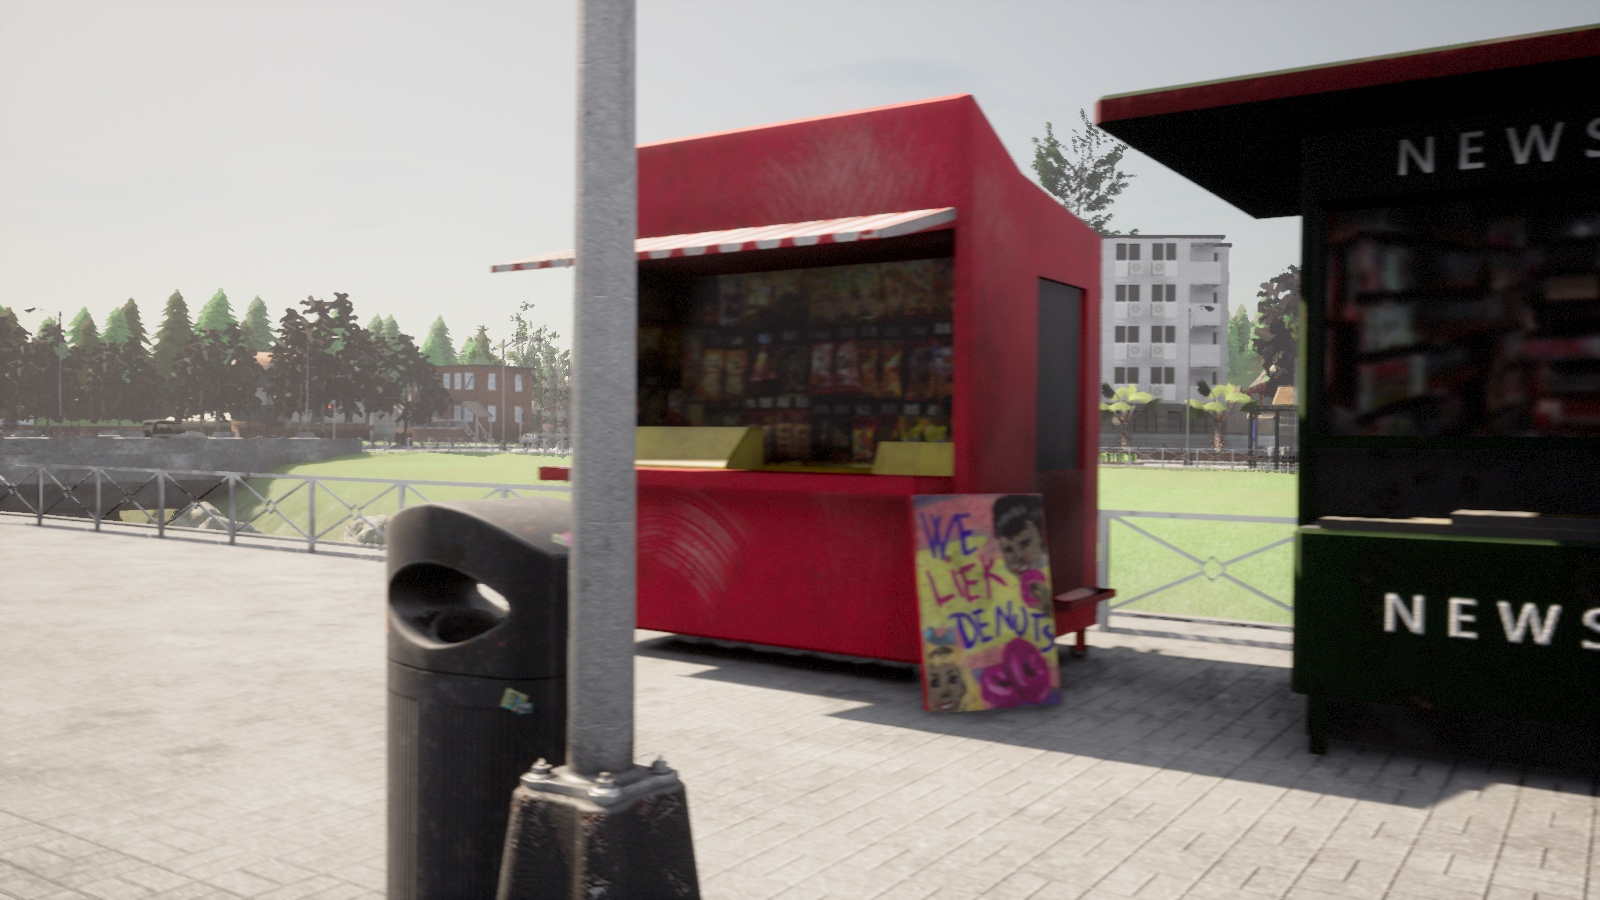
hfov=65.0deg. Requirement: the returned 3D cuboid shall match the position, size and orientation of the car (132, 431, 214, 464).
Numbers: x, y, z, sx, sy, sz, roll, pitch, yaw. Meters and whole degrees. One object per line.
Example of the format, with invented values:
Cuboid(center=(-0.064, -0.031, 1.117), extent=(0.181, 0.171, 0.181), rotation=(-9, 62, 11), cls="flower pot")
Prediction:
Cuboid(center=(-36.751, -0.145, 73.703), extent=(1.905, 1.878, 3.866), rotation=(0, 1, 34), cls="car")
